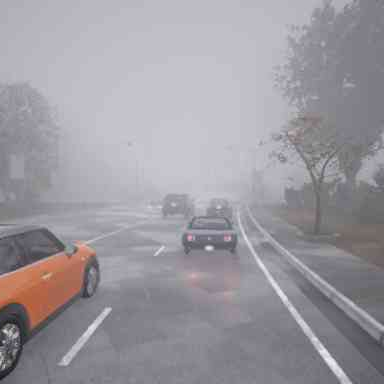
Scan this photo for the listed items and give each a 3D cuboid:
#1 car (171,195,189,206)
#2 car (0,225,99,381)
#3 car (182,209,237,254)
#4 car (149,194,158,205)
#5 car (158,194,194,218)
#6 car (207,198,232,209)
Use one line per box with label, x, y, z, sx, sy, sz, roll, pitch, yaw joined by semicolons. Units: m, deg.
car;-1.728;1.250;50.794;1.882;1.535;5.008;0;1;8
car;-3.174;1.336;5.617;2.097;1.767;4.553;0;0;2
car;0.751;1.581;13.350;1.895;1.301;4.718;0;0;4
car;-5.188;1.162;51.322;2.097;1.767;4.553;0;1;8
car;-1.118;1.147;29.043;2.150;2.045;5.566;0;0;7
car;2.440;1.287;29.137;2.097;1.767;4.553;0;0;7
